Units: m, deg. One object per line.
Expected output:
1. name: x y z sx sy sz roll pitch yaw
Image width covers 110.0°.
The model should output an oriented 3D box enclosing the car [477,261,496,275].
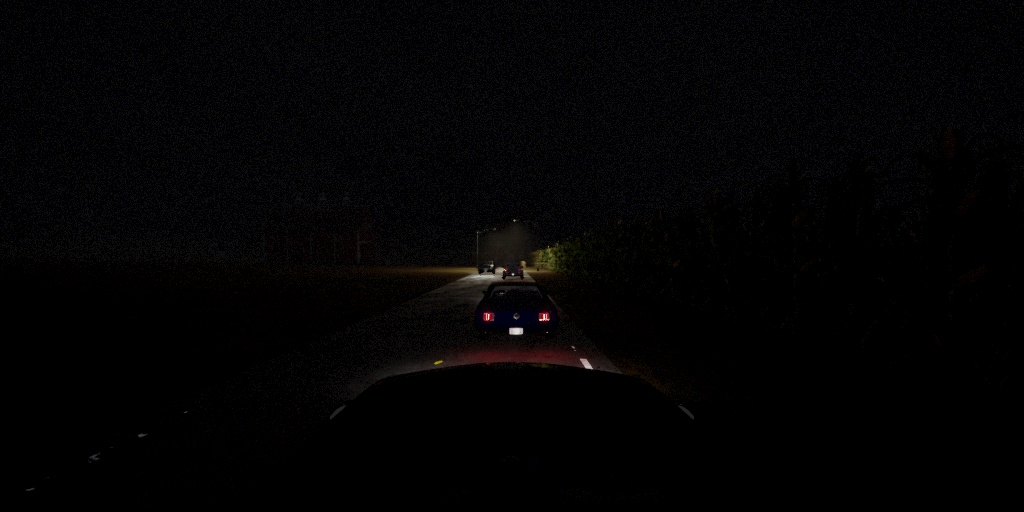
1. car: -2.842 1.357 41.061 2.128 1.511 4.902 0 0 0

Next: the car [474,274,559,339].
1. car: 0.097 1.356 10.037 1.895 1.301 4.718 0 0 0

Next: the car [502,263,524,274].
1. car: 0.095 1.331 32.600 1.812 1.442 4.674 0 0 0
